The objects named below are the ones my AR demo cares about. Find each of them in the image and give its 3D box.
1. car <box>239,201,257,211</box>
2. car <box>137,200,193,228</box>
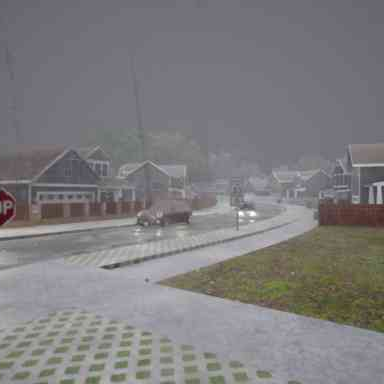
[{"bbox_3d":[7.329,1.781,43.641,1.895,1.301,4.718,0,0,16],"label":"car"},{"bbox_3d":[-1.784,1.441,23.012,2.097,1.767,4.553,0,0,30],"label":"car"}]
